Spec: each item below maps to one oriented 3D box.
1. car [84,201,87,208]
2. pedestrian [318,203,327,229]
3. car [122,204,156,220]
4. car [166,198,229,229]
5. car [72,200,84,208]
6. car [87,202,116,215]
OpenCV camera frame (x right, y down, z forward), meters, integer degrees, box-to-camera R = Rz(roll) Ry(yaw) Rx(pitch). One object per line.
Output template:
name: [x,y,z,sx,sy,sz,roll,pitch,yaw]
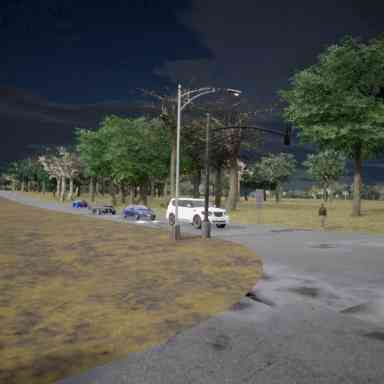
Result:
car: [-15.593,2.250,54.142,1.994,1.385,4.181,3,-2,-33]
pedestrian: [9.324,1.715,23.835,0.375,1.860,0.375,1,-1,-34]
car: [-5.194,1.882,31.929,1.812,1.442,4.674,3,-2,-34]
car: [0.245,1.458,23.761,2.150,2.045,5.566,3,-2,-34]
car: [-21.094,2.219,62.413,1.882,1.535,5.008,3,-2,-34]
car: [-10.764,2.011,40.262,1.994,1.385,4.181,3,-2,-34]
